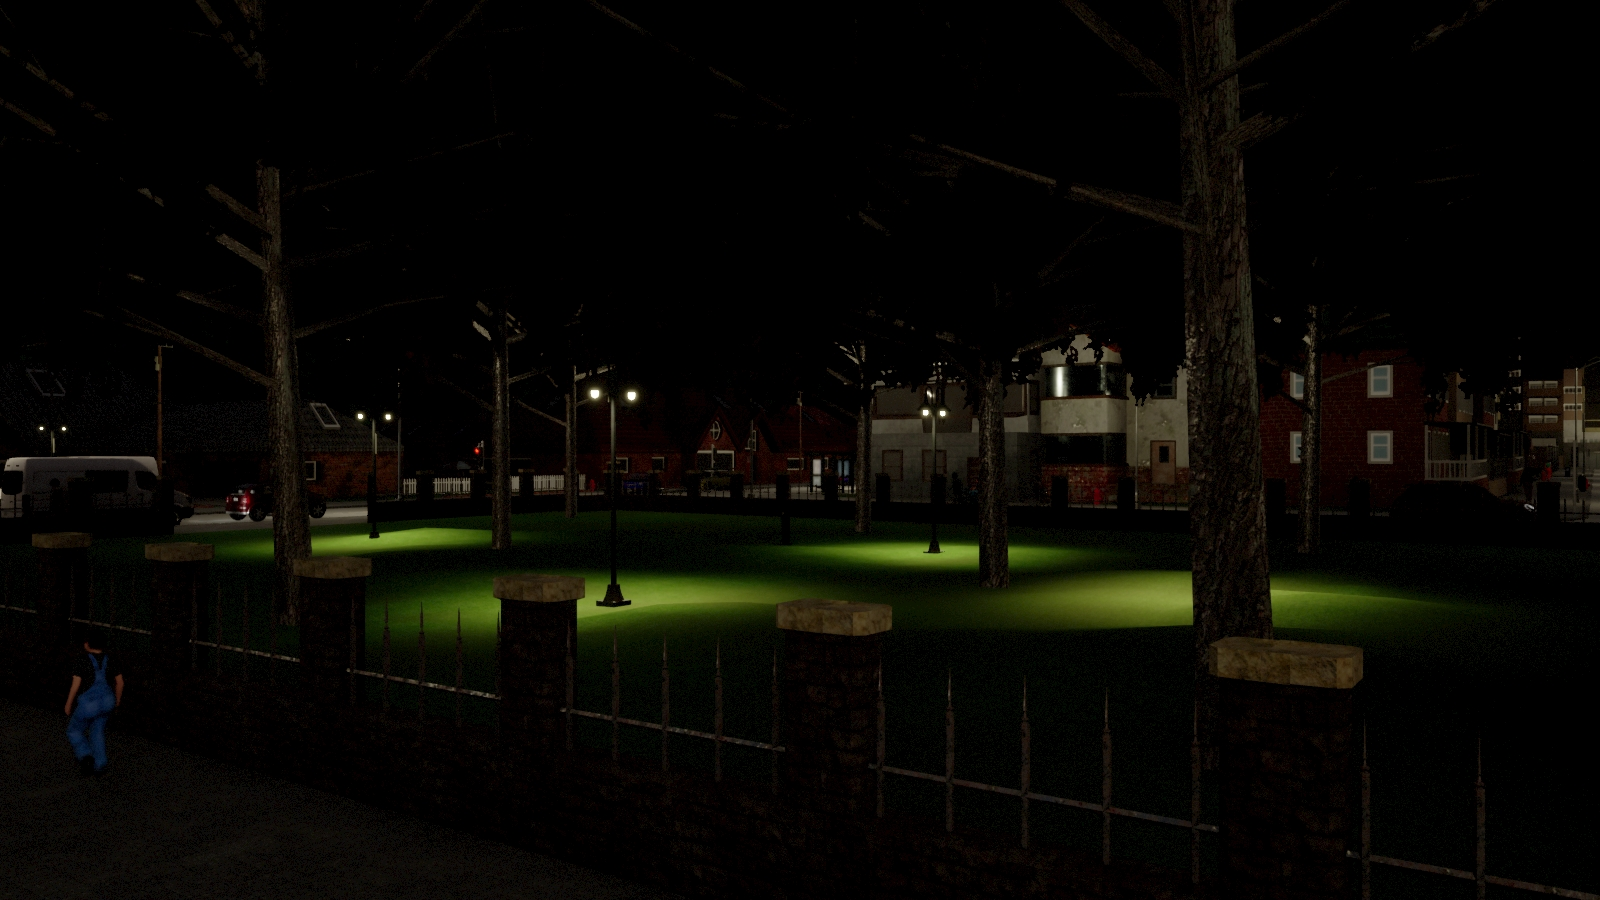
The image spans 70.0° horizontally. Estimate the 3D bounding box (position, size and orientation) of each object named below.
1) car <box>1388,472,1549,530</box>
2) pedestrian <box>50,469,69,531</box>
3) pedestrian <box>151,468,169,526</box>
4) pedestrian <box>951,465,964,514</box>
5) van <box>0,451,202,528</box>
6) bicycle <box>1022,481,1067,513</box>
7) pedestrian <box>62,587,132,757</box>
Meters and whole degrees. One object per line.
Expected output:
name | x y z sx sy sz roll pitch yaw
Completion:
car | 22.704 1.686 38.861 4.553 1.767 2.097 0 0 35
pedestrian | -22.509 1.525 34.736 0.375 1.860 0.375 0 0 37
pedestrian | -20.779 1.525 37.083 0.375 1.860 0.375 0 0 35
pedestrian | 6.065 1.524 43.956 0.375 1.860 0.375 0 0 28
van | -24.847 1.314 40.778 1.988 2.561 5.915 0 0 36
bicycle | 10.183 1.940 47.625 1.835 1.271 0.329 0 0 35
pedestrian | -5.777 1.805 9.393 0.375 1.300 0.375 0 0 35
